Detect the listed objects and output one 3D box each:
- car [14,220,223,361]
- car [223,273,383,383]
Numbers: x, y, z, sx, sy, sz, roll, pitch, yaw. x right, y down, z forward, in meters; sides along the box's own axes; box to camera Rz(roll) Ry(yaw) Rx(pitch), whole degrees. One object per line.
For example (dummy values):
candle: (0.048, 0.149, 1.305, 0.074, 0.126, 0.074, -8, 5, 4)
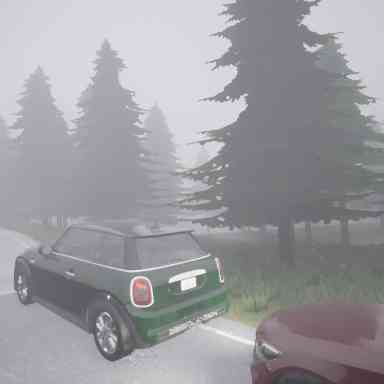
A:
car: (-1.578, 1.308, 6.216, 4.553, 1.767, 2.097, 1, 1, 44)
car: (2.751, 1.531, 2.595, 4.674, 1.442, 1.812, 1, 0, 36)
